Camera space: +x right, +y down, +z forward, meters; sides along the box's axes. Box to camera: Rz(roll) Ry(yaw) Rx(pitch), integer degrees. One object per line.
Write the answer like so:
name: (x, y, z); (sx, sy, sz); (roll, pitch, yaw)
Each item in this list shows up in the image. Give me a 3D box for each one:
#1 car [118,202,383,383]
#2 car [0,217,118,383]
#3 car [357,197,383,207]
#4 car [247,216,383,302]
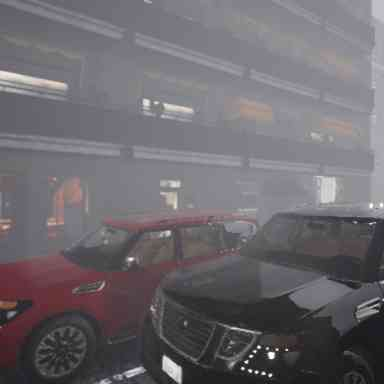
car: (2.073, 1.197, 4.540); (5.566, 2.045, 2.150); (0, 0, -35)
car: (-0.745, 1.301, 5.541); (5.009, 1.841, 2.192); (0, 2, -35)
car: (27.142, 1.439, 48.988); (1.752, 1.417, 4.829); (1, -1, -35)
car: (3.755, 1.500, 8.761); (4.507, 1.381, 1.887); (0, 2, -36)
